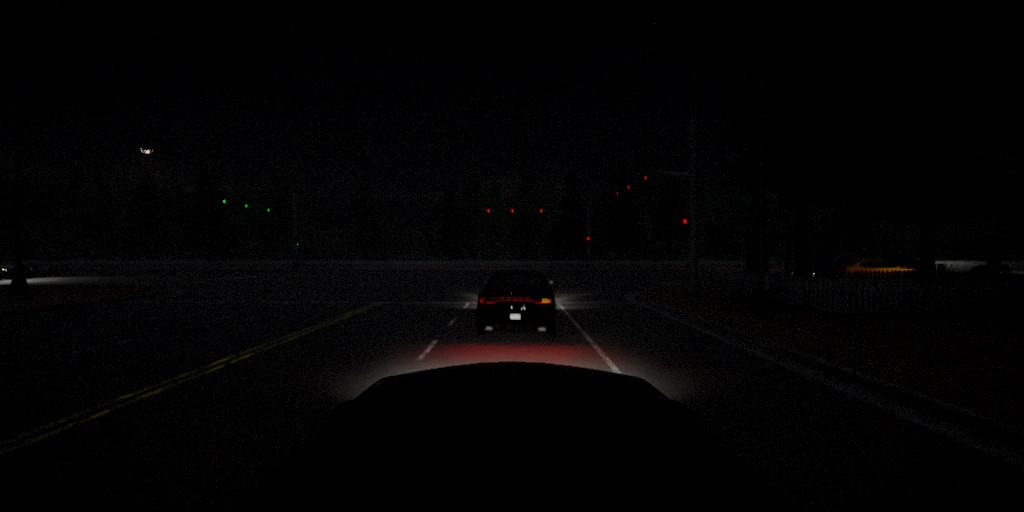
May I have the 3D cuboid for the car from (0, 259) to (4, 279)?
[{"bbox_3d":[-35.106,0.965,22.049,4.674,1.442,1.812,0,1,-1],"label":"car"}]

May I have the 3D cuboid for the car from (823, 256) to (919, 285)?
[{"bbox_3d":[21.721,0.917,21.838,5.008,1.535,1.882,0,1,0],"label":"car"}]

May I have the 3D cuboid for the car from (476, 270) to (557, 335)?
[{"bbox_3d":[0.173,1.121,10.163,1.882,1.535,5.008,0,1,2],"label":"car"}]

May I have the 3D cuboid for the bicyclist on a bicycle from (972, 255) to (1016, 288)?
[{"bbox_3d":[22.821,0.801,17.021,0.582,1.620,1.656,0,0,0],"label":"bicyclist on a bicycle"}]

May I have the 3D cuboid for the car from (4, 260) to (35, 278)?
[{"bbox_3d":[-37.149,0.922,25.462,4.674,1.442,1.812,0,1,-2],"label":"car"}]
